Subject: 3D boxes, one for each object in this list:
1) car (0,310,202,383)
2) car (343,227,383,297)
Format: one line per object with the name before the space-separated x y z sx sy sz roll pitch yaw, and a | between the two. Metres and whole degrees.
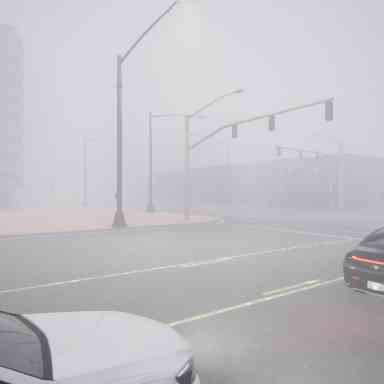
car | -2.080 1.526 2.264 4.674 1.442 1.812 0 0 -35
car | 5.399 1.505 7.590 4.892 1.490 1.837 0 0 -35
